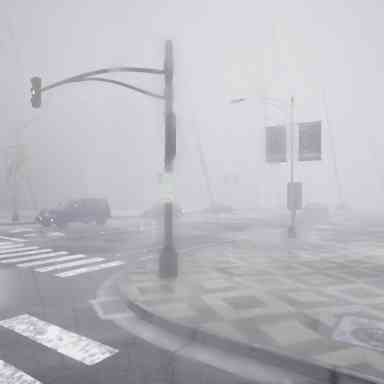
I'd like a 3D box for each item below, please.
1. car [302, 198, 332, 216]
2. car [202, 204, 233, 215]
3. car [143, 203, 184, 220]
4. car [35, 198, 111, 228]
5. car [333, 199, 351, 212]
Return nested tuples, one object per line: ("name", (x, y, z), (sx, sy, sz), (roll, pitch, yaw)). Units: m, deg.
("car", (15.217, 2.001, 40.815), (2.097, 1.767, 4.553), (0, 0, 35))
("car", (3.190, 2.135, 41.014), (1.895, 1.301, 4.718), (0, -1, 35))
("car", (-2.738, 1.890, 32.633), (1.837, 1.490, 4.892), (0, -1, 36))
("car", (-8.512, 1.461, 24.466), (2.150, 2.045, 5.566), (0, -1, 35))
("car", (24.580, 2.381, 54.078), (2.128, 1.511, 4.902), (0, -1, 35))
